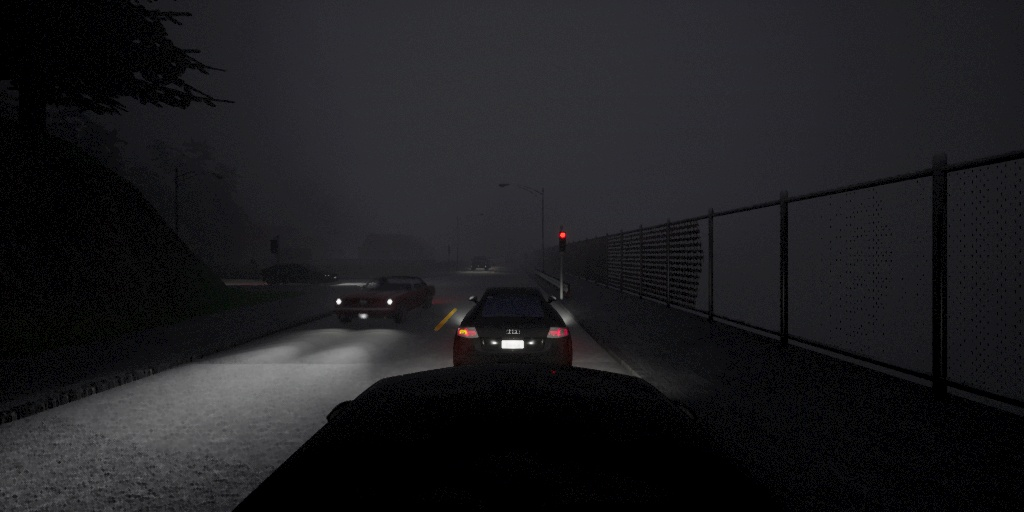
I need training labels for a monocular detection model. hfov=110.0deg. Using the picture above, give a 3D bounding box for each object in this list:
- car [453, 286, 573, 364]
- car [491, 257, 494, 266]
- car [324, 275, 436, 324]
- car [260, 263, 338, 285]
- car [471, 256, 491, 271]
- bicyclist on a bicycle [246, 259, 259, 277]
[{"bbox_3d":[0.018,1.314,7.464,1.994,1.385,4.181,0,0,0],"label":"car"},{"bbox_3d":[-4.556,1.276,60.514,1.812,1.442,4.674,0,0,0],"label":"car"},{"bbox_3d":[-4.036,1.351,12.106,1.895,1.301,4.718,0,0,2],"label":"car"},{"bbox_3d":[-14.734,1.255,24.968,4.892,1.490,1.837,0,0,-1],"label":"car"},{"bbox_3d":[-4.494,0.972,50.597,2.150,2.045,5.566,0,0,0],"label":"car"},{"bbox_3d":[-24.050,1.099,33.279,0.582,1.620,1.656,0,0,0],"label":"bicyclist on a bicycle"}]
